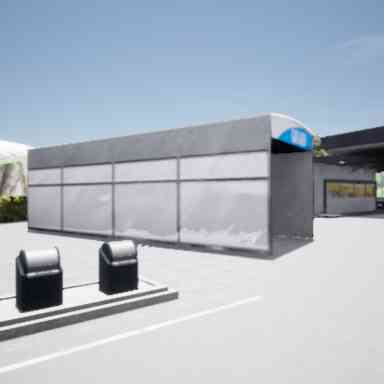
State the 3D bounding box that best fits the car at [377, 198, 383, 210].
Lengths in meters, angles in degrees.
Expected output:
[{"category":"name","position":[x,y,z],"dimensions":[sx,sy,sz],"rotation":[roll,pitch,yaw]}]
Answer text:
[{"category":"car","position":[25.097,1.582,44.414],"dimensions":[4.611,1.667,2.242],"rotation":[0,0,-38]}]
